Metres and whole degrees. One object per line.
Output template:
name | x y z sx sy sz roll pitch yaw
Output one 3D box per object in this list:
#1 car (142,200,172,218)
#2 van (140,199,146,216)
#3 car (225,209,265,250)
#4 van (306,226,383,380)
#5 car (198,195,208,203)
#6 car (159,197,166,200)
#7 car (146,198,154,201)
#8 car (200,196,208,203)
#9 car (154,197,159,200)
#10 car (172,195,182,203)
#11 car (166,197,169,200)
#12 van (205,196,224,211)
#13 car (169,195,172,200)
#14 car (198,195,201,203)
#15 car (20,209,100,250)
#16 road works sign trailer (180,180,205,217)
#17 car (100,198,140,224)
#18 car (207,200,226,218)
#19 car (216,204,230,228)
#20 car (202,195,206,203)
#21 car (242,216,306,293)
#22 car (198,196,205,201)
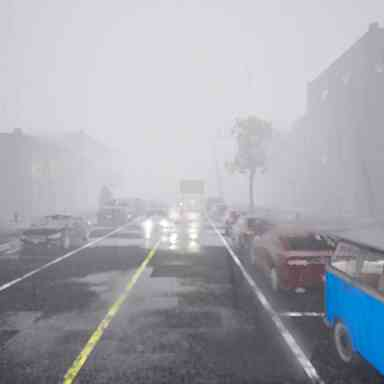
car | -3.107 1.695 31.003 1.895 1.301 4.718 0 0 0
van | -5.704 1.435 30.968 1.690 1.788 3.998 -1 0 0
car | 2.683 1.626 14.327 1.802 1.307 4.206 -1 0 0
van | 2.684 1.352 3.231 1.690 1.788 3.998 -1 0 0
car | 2.662 1.558 80.908 2.192 1.841 5.009 -1 0 0
car | -5.710 1.600 53.161 1.967 1.590 4.097 -1 0 0
car | -5.705 1.551 36.516 1.967 1.590 4.097 -1 0 0
car | 2.666 1.753 75.528 1.752 1.417 4.829 -1 0 0
car | -5.705 1.672 42.064 1.887 1.381 4.507 -1 0 0
car | -3.021 1.809 72.998 1.895 1.301 4.718 0 0 0
car | -5.710 1.721 58.709 1.887 1.381 4.507 -1 0 0
van | 2.675 1.453 36.521 1.690 1.788 3.998 -1 0 0
car | -5.713 1.791 69.805 1.802 1.307 4.206 -1 0 0
car | 2.667 1.776 69.810 1.947 1.339 4.313 -1 0 0
car | -5.697 1.594 14.322 2.008 1.369 4.403 -1 0 0
road works sign trailer | 0.002 0.564 32.803 2.380 3.560 2.880 0 0 0
car | -5.702 1.392 25.420 2.192 1.841 5.009 -1 0 0
car | 2.679 1.677 30.972 1.802 1.307 4.206 -1 0 0
car | 2.682 1.643 19.875 1.802 1.307 4.206 -1 0 0
car | 2.673 1.443 42.069 2.192 1.841 5.009 -1 0 0
car | 2.685 1.572 8.779 1.887 1.381 4.507 -1 0 0
car | 2.661 1.857 92.003 1.802 1.307 4.206 -1 0 0
